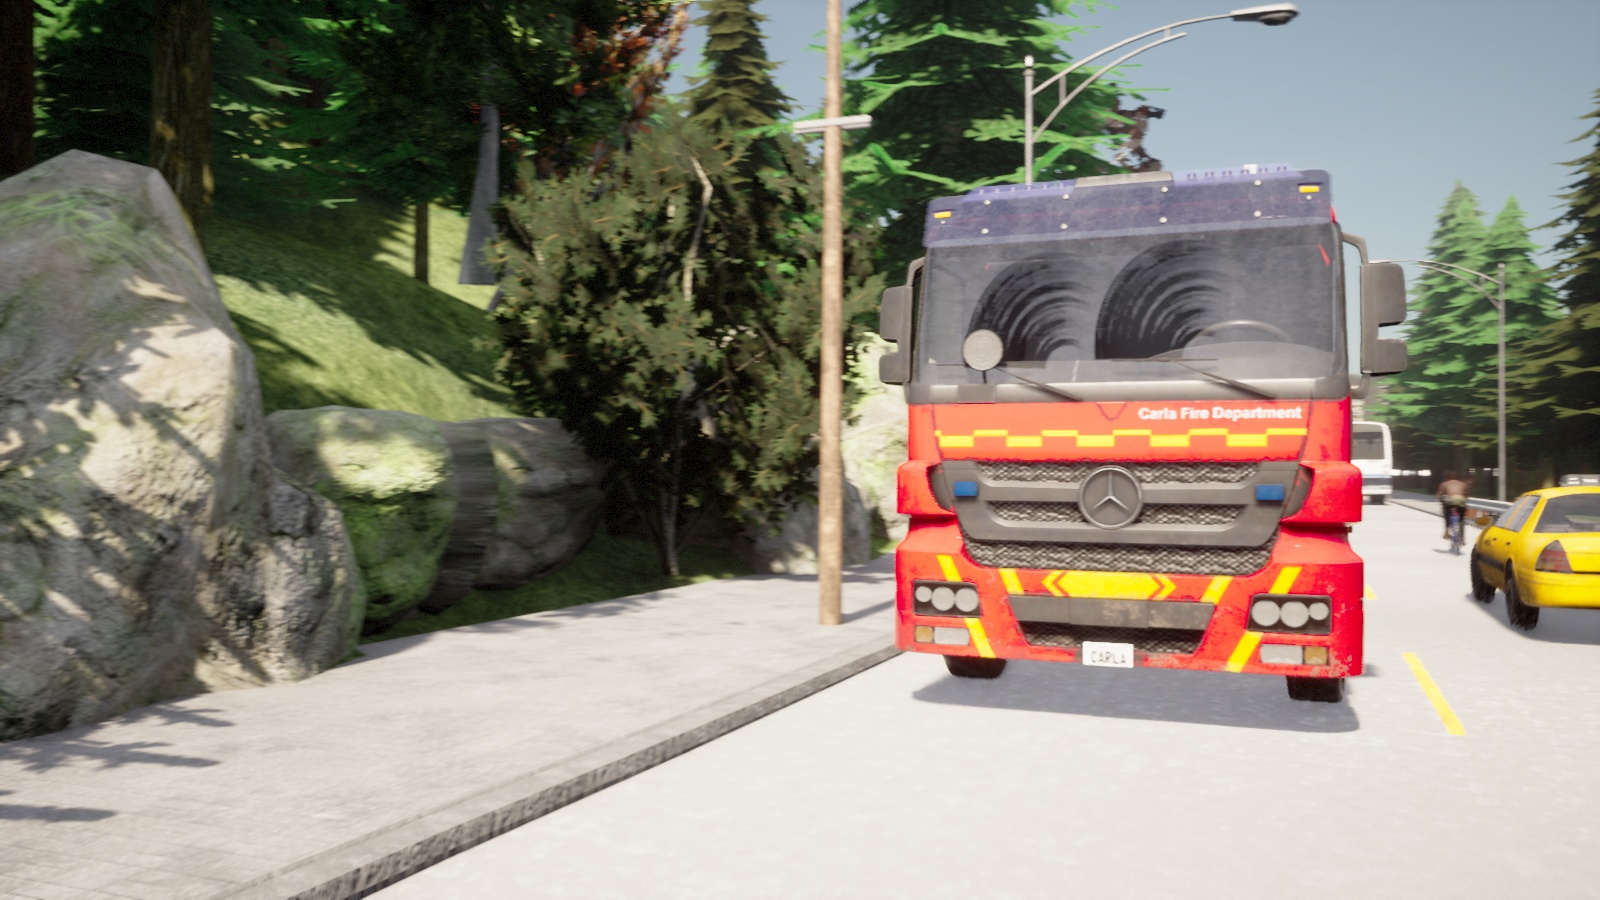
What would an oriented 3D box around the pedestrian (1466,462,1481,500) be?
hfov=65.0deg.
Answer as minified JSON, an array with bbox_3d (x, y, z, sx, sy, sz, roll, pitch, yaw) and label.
[{"bbox_3d":[33.169,1.510,61.841,0.431,1.840,0.703,-1,-1,44],"label":"pedestrian"}]

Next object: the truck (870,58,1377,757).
[{"bbox_3d":[3.348,-0.167,11.333,2.891,3.827,8.468,0,-1,22],"label":"truck"}]

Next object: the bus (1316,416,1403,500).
[{"bbox_3d":[30.532,0.547,68.934,3.944,4.253,10.273,0,-2,22],"label":"bus"}]

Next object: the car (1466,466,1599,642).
[{"bbox_3d":[8.526,0.966,13.545,1.801,1.575,5.366,0,-1,22],"label":"car"}]

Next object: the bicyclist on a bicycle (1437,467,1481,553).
[{"bbox_3d":[12.940,1.161,24.699,0.582,1.620,1.656,0,-2,22],"label":"bicyclist on a bicycle"}]
